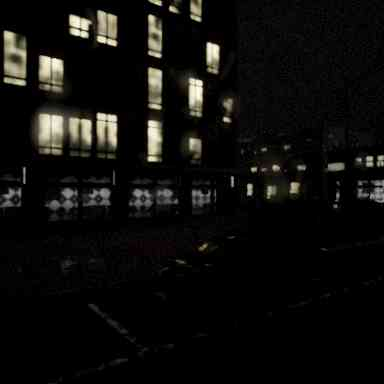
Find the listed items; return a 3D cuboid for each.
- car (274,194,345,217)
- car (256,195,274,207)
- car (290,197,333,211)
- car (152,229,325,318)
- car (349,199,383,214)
[{"bbox_3d":[9.744,1.065,27.576,2.192,1.841,5.009,1,0,-36],"label":"car"},{"bbox_3d":[9.930,1.082,41.478,1.967,1.590,4.097,1,0,-36],"label":"car"},{"bbox_3d":[13.211,1.292,37.006,1.802,1.307,4.206,1,0,-36],"label":"car"},{"bbox_3d":[1.217,1.559,7.422,4.313,1.339,1.947,0,0,-35],"label":"car"},{"bbox_3d":[16.494,1.322,32.536,1.887,1.381,4.507,1,0,-36],"label":"car"}]
